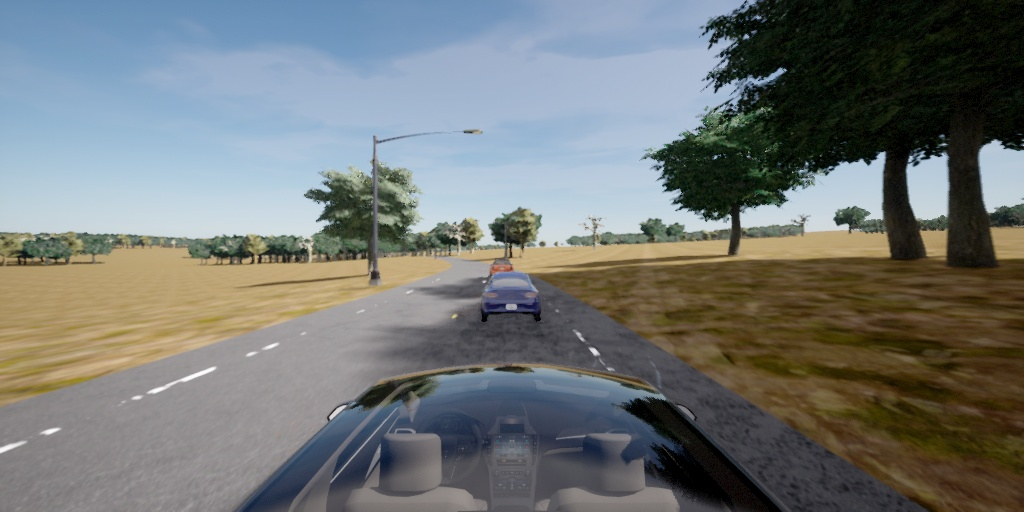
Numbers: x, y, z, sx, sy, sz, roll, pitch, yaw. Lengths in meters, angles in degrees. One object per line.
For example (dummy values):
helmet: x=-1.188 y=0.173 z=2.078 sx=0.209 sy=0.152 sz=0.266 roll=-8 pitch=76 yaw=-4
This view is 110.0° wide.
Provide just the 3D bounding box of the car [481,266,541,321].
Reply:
car: x=-0.067 y=1.253 z=12.324 sx=1.812 sy=1.442 sz=4.674 roll=0 pitch=0 yaw=-1

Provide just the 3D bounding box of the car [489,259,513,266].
car: x=-0.968 y=1.059 z=32.426 sx=2.097 sy=1.767 sz=4.553 roll=0 pitch=0 yaw=-4
